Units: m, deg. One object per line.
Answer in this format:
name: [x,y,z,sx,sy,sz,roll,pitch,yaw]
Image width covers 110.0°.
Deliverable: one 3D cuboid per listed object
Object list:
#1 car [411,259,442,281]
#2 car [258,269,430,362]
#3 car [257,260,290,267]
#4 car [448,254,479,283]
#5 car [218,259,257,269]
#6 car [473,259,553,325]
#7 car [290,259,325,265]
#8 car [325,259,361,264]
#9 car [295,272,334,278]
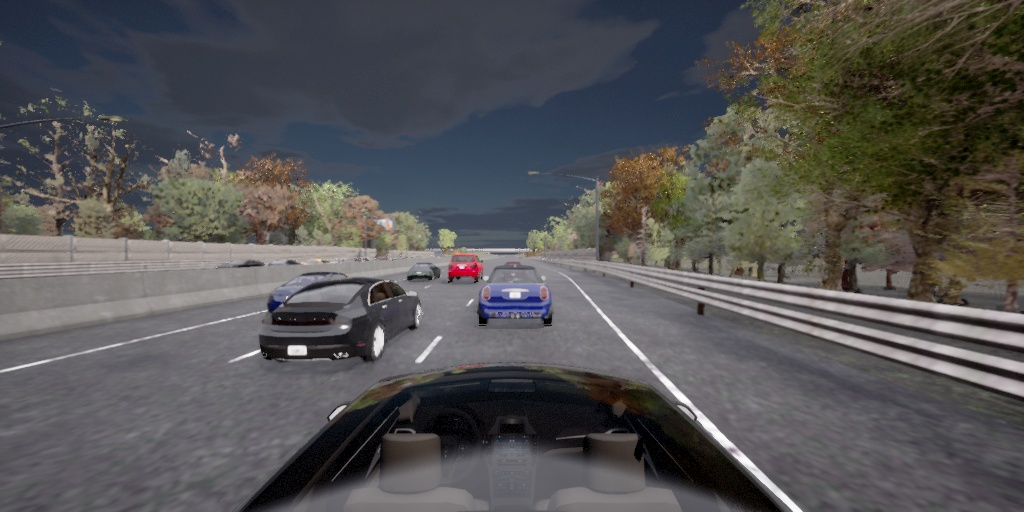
car: [-6.909,1.210,28.644,1.994,1.385,4.181,0,0,0]
car: [-3.419,1.230,8.141,1.837,1.490,4.892,0,1,0]
car: [-24.588,1.139,38.511,1.812,1.442,4.674,0,0,0]
car: [-3.408,0.873,27.067,2.150,2.045,5.566,0,0,0]
car: [-28.013,1.094,37.257,1.882,1.535,5.008,0,0,-1]
car: [0.090,1.061,11.750,2.097,1.767,4.553,0,0,0]
car: [-21.091,1.090,38.556,1.882,1.535,5.008,0,0,0]
car: [-17.593,1.090,38.593,1.882,1.535,5.008,0,0,0]
car: [-6.908,1.267,13.270,1.994,1.385,4.181,0,0,0]
